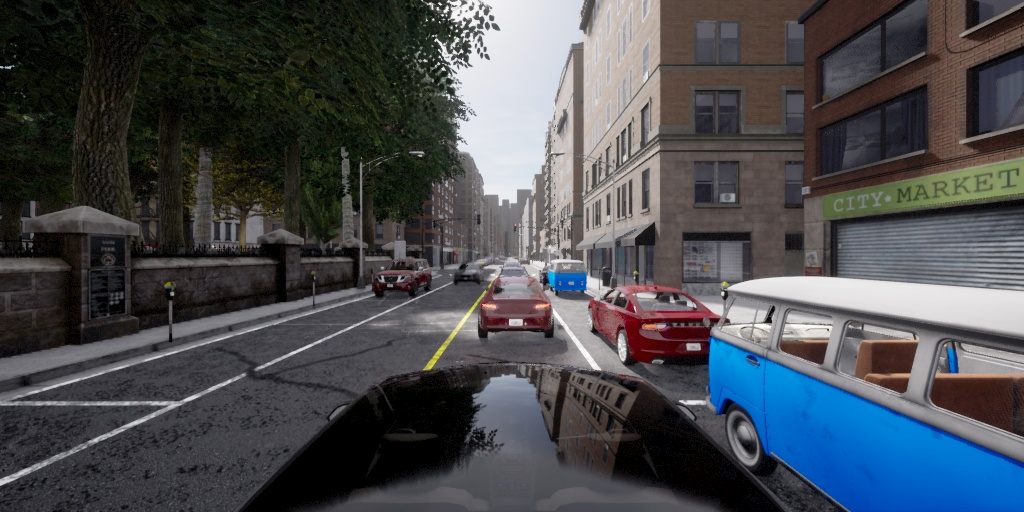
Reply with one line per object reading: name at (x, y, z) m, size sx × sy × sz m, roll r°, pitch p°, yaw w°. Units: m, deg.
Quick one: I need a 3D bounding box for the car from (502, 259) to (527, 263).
car at (0.024, 1.242, 29.396) m, size 1.837 × 1.490 × 4.892 m, roll 0°, pitch 0°, yaw 0°

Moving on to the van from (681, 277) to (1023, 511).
van at (2.857, 1.091, 2.209) m, size 1.690 × 1.789 × 3.998 m, roll 0°, pitch 0°, yaw 0°

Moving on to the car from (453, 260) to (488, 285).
car at (-3.019, 1.246, 25.891) m, size 1.837 × 1.490 × 4.892 m, roll 0°, pitch 0°, yaw 1°

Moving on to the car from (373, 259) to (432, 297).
car at (-5.655, 1.060, 19.157) m, size 2.192 × 1.841 × 5.009 m, roll 0°, pitch 0°, yaw 0°

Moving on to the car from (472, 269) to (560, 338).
car at (0.101, 1.275, 10.073) m, size 1.812 × 1.442 × 4.674 m, roll 0°, pitch 0°, yaw 0°

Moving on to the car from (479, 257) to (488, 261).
car at (-5.624, 1.230, 62.676) m, size 1.751 × 1.417 × 4.829 m, roll 0°, pitch 0°, yaw 0°

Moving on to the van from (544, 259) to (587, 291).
van at (2.869, 1.086, 19.191) m, size 1.690 × 1.789 × 3.998 m, roll 0°, pitch 0°, yaw 0°

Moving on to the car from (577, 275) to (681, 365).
car at (2.861, 1.294, 7.870) m, size 1.888 × 1.381 × 4.507 m, roll 0°, pitch 0°, yaw 0°

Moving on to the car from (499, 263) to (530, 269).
car at (0.110, 1.292, 19.652) m, size 2.033 × 1.411 × 5.357 m, roll 0°, pitch 0°, yaw 1°
